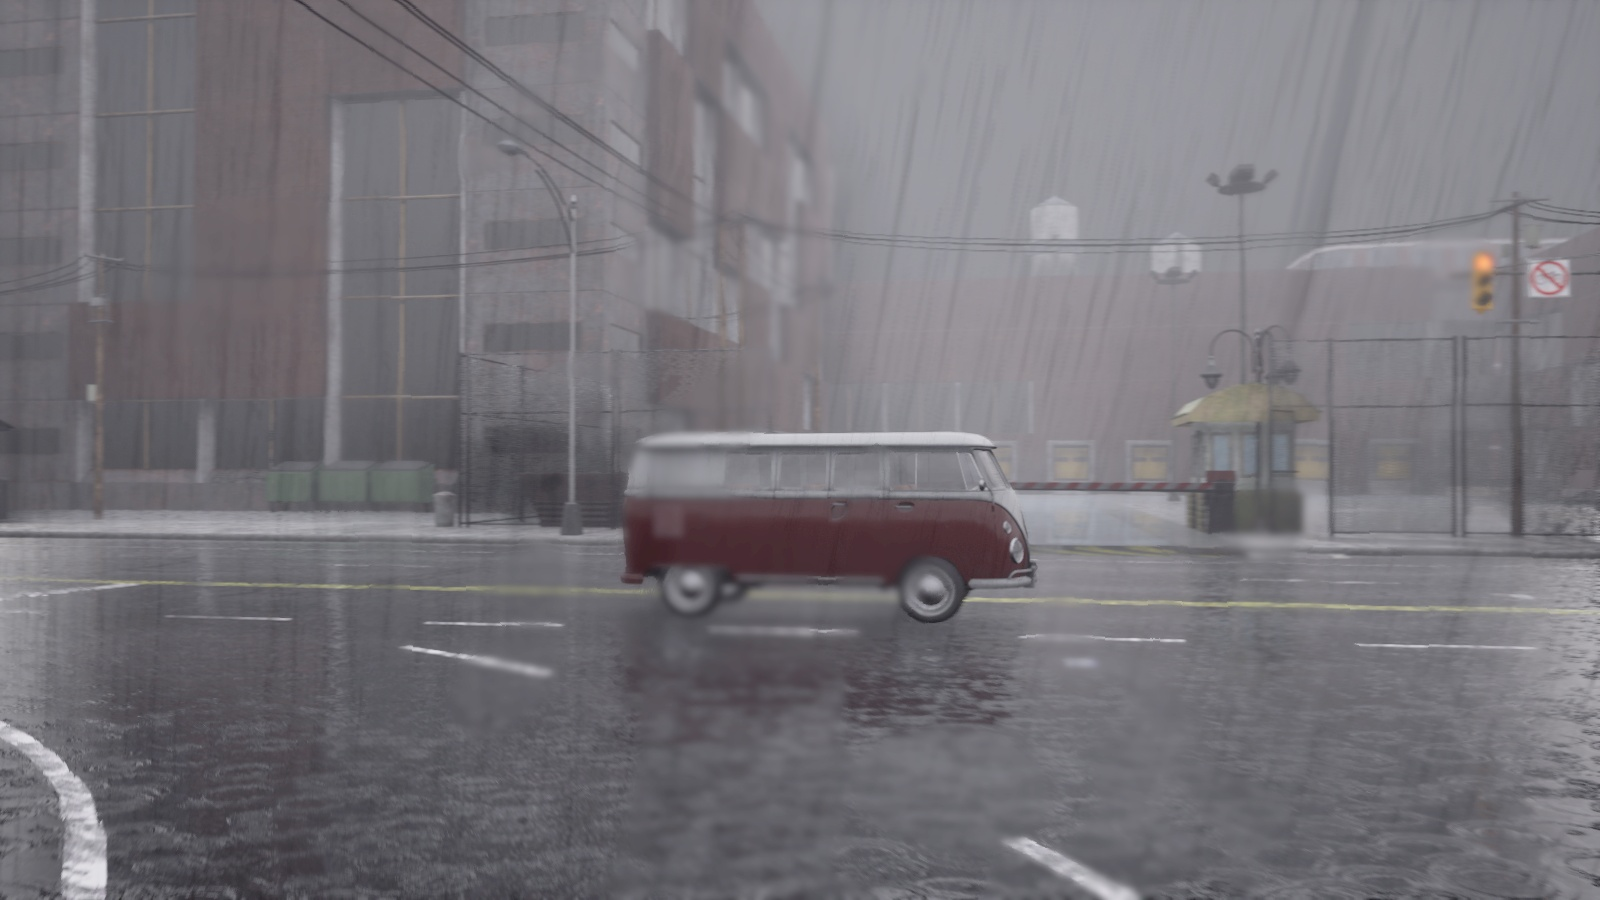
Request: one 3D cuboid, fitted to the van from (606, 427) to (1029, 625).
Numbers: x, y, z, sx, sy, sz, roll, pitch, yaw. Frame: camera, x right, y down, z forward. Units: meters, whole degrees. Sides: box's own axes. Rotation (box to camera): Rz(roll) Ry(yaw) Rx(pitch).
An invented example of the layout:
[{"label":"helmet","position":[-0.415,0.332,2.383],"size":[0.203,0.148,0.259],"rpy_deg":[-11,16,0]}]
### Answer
[{"label":"van","position":[0.271,0.798,13.925],"size":[4.442,1.987,1.775],"rpy_deg":[-1,-1,11]}]
